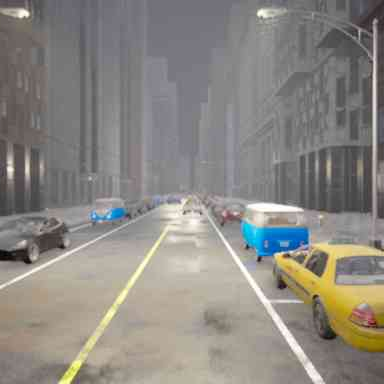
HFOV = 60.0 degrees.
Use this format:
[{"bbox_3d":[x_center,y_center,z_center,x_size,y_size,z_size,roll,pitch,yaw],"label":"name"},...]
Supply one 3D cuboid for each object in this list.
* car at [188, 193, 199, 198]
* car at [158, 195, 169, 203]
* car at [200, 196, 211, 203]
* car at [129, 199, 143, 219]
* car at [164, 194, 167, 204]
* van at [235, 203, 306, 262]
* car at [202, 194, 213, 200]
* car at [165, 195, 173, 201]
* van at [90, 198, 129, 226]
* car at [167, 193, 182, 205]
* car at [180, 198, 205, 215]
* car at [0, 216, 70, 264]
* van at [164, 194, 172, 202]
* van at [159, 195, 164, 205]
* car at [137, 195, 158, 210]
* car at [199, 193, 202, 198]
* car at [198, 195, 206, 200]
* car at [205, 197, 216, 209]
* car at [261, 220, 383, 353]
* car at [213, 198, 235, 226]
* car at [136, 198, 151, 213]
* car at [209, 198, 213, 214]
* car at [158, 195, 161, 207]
[{"bbox_3d":[-0.006,1.464,59.906,1.882,1.535,5.008,0,0,0],"label":"car"},{"bbox_3d":[-5.778,1.425,68.168,1.967,1.590,4.097,0,0,0],"label":"car"},{"bbox_3d":[2.747,1.551,68.178,1.947,1.339,4.313,0,0,0],"label":"car"},{"bbox_3d":[-5.770,1.559,28.710,1.947,1.339,4.313,0,0,0],"label":"car"},{"bbox_3d":[-5.776,1.427,56.894,1.967,1.590,4.097,0,0,0],"label":"car"},{"bbox_3d":[2.757,1.337,11.814,1.690,1.788,3.998,0,0,0],"label":"van"},{"bbox_3d":[2.751,1.429,45.632,1.967,1.590,4.097,0,0,0],"label":"car"},{"bbox_3d":[-5.781,1.508,84.908,1.752,1.417,4.829,0,0,0],"label":"car"},{"bbox_3d":[-5.770,1.335,23.074,1.690,1.788,3.998,0,0,0],"label":"van"},{"bbox_3d":[-3.044,1.209,59.306,2.150,2.045,5.566,0,0,1],"label":"car"},{"bbox_3d":[0.070,1.592,34.245,1.895,1.301,4.718,0,0,0],"label":"car"},{"bbox_3d":[-5.767,1.563,11.800,1.947,1.339,4.313,0,0,0],"label":"car"},{"bbox_3d":[-5.781,1.324,79.441,1.690,1.788,3.998,0,0,0],"label":"van"},{"bbox_3d":[-5.775,1.329,51.257,1.690,1.788,3.998,0,0,0],"label":"van"},{"bbox_3d":[-5.773,1.305,39.983,2.192,1.841,5.009,0,0,0],"label":"car"},{"bbox_3d":[2.748,1.302,56.905,2.192,1.841,5.009,0,0,0],"label":"car"},{"bbox_3d":[2.742,1.549,90.722,1.947,1.339,4.313,0,0,0],"label":"car"},{"bbox_3d":[2.754,1.542,34.360,2.008,1.369,4.403,0,0,0],"label":"car"},{"bbox_3d":[2.759,1.523,6.348,1.752,1.417,4.829,0,0,0],"label":"car"},{"bbox_3d":[2.755,1.434,23.087,1.967,1.590,4.097,0,0,0],"label":"car"},{"bbox_3d":[-5.771,1.557,34.347,1.947,1.339,4.313,0,0,0],"label":"car"},{"bbox_3d":[2.755,1.518,28.893,1.752,1.417,4.829,0,0,0],"label":"car"},{"bbox_3d":[-5.774,1.534,45.621,1.887,1.381,4.507,0,0,0],"label":"car"}]
